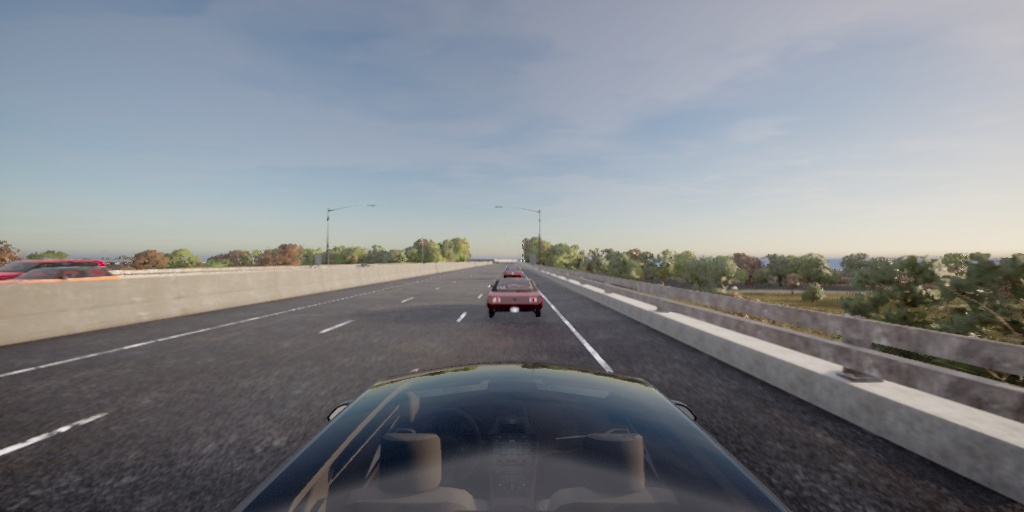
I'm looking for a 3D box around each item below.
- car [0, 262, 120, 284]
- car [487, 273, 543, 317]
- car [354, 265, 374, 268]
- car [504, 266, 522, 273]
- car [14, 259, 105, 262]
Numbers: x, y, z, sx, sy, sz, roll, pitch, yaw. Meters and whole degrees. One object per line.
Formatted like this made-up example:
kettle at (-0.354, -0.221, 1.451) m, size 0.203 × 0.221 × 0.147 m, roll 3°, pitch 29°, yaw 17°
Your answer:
car at (-21.104, 1.292, 16.535) m, size 2.097 × 1.767 × 4.553 m, roll 0°, pitch -1°, yaw 0°
car at (0.095, 1.508, 14.001) m, size 1.895 × 1.301 × 4.718 m, roll 0°, pitch -1°, yaw 0°
car at (-17.503, 1.759, 42.196) m, size 2.128 × 1.511 × 4.902 m, roll 0°, pitch -1°, yaw 0°
car at (0.085, 1.797, 39.537) m, size 1.994 × 1.385 × 4.181 m, roll 0°, pitch -1°, yaw 0°
car at (-24.605, 1.189, 18.723) m, size 2.150 × 2.045 × 5.566 m, roll 0°, pitch -1°, yaw 0°
